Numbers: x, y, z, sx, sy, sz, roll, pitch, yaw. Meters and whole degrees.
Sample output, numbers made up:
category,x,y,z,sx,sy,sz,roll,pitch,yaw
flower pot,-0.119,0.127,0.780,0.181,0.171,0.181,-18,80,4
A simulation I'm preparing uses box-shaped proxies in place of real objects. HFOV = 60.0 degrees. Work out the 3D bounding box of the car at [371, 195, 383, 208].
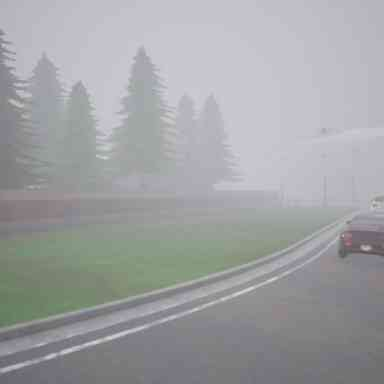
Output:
category,x,y,z,sx,sy,sz,roll,pitch,yaw
car,16.708,1.227,28.574,2.150,2.045,5.566,-1,0,31

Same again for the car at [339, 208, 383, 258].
category,x,y,z,sx,sy,sz,roll,pitch,yaw
car,6.597,1.533,12.070,1.812,1.442,4.674,0,0,34
